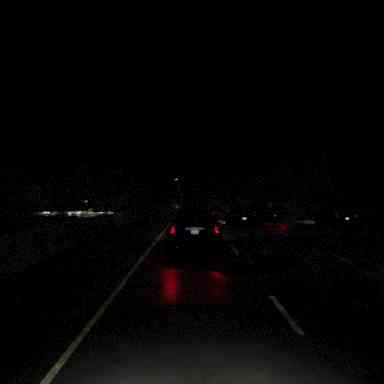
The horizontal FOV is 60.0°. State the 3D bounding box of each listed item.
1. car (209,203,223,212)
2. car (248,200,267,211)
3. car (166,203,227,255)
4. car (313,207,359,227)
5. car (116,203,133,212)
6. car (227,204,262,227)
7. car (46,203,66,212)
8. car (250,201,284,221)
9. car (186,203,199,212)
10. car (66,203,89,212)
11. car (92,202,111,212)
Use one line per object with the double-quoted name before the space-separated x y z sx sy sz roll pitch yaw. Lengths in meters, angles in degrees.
"car" 3.611 2.382 51.132 1.895 1.301 4.718 0 -1 0
"car" 10.612 2.212 54.144 2.097 1.767 4.553 0 -2 0
"car" 0.103 1.461 13.916 2.097 1.767 4.553 0 -1 0
"car" 10.605 1.811 24.717 1.994 1.385 4.181 0 -1 0
"car" -10.489 2.410 51.738 1.994 1.385 4.181 0 -2 0
"car" 3.605 1.813 24.776 1.994 1.385 4.181 0 -1 0
"car" -20.989 2.410 51.740 1.994 1.385 4.181 0 -2 0
"car" 7.106 1.837 30.786 2.128 1.511 4.902 0 -1 0
"car" 0.111 2.359 51.664 1.994 1.385 4.181 0 -1 0
"car" -17.489 2.401 51.740 1.994 1.385 4.181 0 -2 0
"car" -13.989 2.298 51.742 1.882 1.535 5.008 0 -2 0
